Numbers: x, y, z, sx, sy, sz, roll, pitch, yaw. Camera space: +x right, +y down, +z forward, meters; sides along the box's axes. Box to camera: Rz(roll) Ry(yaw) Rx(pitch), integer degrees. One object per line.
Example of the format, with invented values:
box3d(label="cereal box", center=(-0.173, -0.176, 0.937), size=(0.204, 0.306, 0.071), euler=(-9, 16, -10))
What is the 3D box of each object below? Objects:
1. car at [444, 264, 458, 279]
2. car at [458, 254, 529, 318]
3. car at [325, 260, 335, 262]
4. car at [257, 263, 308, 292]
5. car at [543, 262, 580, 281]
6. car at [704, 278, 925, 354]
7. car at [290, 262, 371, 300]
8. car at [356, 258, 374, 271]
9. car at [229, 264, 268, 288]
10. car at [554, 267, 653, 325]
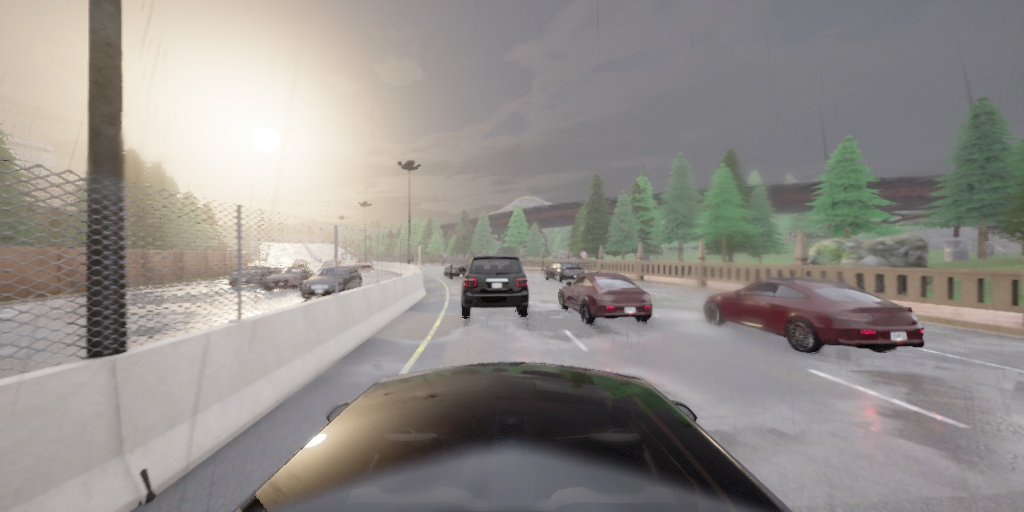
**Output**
box3d(label="car", center=(-4.948, 1.335, 32.256), size=(1.895, 1.301, 4.718), euler=(0, 0, -18))
box3d(label="car", center=(-0.761, 0.961, 13.255), size=(2.150, 2.045, 5.566), euler=(0, 0, -7))
box3d(label="car", center=(-26.995, 1.326, 53.410), size=(1.812, 1.442, 4.674), euler=(0, 0, -32))
box3d(label="car", center=(-13.083, 1.343, 21.528), size=(1.994, 1.385, 4.181), euler=(0, 0, -14))
box3d(label="car", center=(3.796, 1.196, 26.878), size=(2.128, 1.511, 4.902), euler=(0, 0, -13))
box3d(label="car", center=(6.641, 1.241, 8.595), size=(1.812, 1.442, 4.674), euler=(0, 0, -4))
box3d(label="car", center=(-8.756, 1.258, 17.859), size=(2.128, 1.511, 4.902), euler=(0, 0, -11))
box3d(label="car", center=(-20.256, 1.128, 49.068), size=(2.097, 1.767, 4.553), euler=(0, 0, -30))
box3d(label="car", center=(-17.476, 1.285, 24.677), size=(2.128, 1.511, 4.902), euler=(0, 0, -16))
box3d(label="car", center=(2.864, 1.252, 11.698), size=(1.812, 1.442, 4.674), euler=(0, 0, -6))
